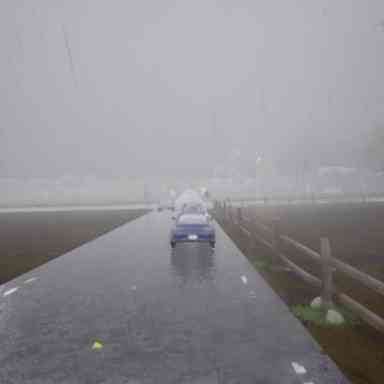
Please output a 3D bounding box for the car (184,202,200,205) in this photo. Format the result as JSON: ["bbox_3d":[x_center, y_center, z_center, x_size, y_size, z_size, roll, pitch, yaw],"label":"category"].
[{"bbox_3d":[0.005,1.599,31.758,1.895,1.301,4.718,0,0,0],"label":"car"}]

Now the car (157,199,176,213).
[{"bbox_3d":[-2.845,1.526,37.764,1.812,1.442,4.674,0,0,0],"label":"car"}]

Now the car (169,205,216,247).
[{"bbox_3d":[0.042,1.536,14.852,1.812,1.442,4.674,0,0,0],"label":"car"}]
